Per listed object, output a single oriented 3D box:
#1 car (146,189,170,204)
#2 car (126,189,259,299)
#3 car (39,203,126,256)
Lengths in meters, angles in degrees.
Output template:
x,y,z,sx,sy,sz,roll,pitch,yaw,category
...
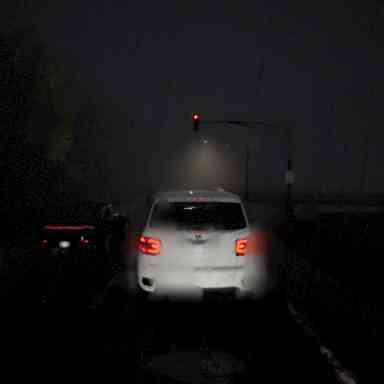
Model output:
x,y,z,sx,sy,sz,roll,pitch,yaw,category
-3.395,0.412,33.637,1.994,1.385,4.181,0,2,0,car
0.102,0.948,7.889,2.150,2.045,5.566,0,2,0,car
-3.399,1.102,11.293,2.128,1.511,4.902,0,2,0,car
